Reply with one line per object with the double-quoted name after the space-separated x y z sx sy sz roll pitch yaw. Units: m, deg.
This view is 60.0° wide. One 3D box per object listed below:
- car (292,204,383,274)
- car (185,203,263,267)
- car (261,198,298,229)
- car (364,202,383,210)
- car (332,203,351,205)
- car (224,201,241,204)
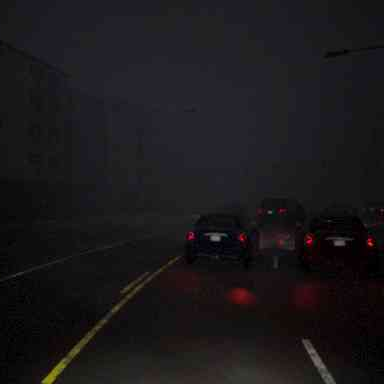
4.664 1.474 11.307 2.097 1.767 4.553 0 -1 15 "car"
1.279 1.468 12.199 2.097 1.767 4.553 0 -1 15 "car"
6.631 1.466 24.333 2.150 2.045 5.566 0 0 33 "car"
18.378 1.726 32.682 2.097 1.767 4.553 0 -1 44 "car"
15.999 1.882 35.255 2.128 1.511 4.902 0 -1 44 "car"
4.266 1.846 38.181 1.882 1.535 5.008 0 -1 43 "car"
